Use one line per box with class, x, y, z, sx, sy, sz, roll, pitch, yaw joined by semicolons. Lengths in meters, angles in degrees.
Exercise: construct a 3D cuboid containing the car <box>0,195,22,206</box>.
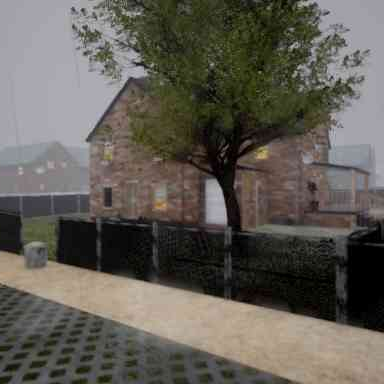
car;-16.372;1.050;29.228;1.882;1.535;5.008;0;1;34
